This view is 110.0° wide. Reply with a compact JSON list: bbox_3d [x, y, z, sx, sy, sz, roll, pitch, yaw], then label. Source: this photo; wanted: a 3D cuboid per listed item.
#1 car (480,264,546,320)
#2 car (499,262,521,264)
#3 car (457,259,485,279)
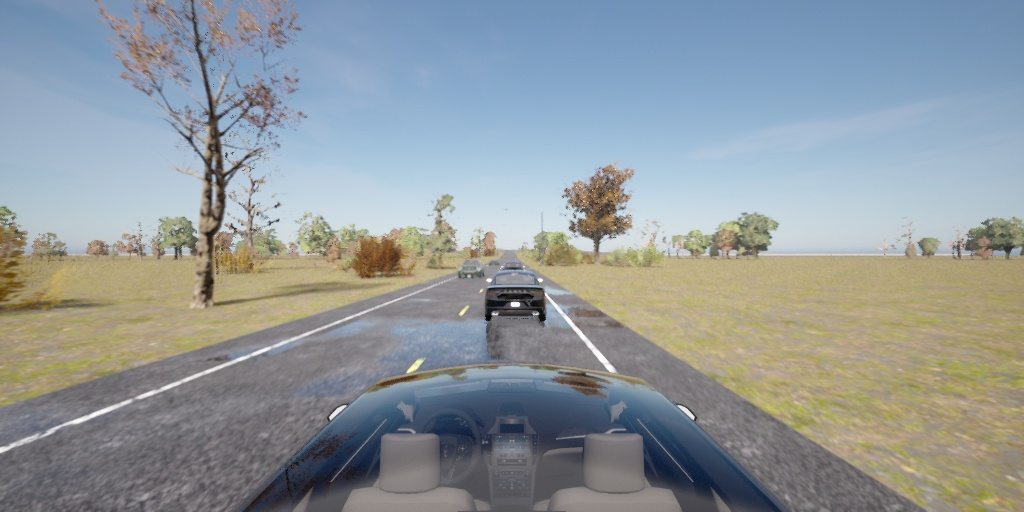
[{"bbox_3d":[0.099,1.227,12.677,1.882,1.535,5.008,0,0,0],"label":"car"},{"bbox_3d":[0.100,1.251,31.103,1.837,1.490,4.892,0,0,0],"label":"car"},{"bbox_3d":[-3.591,1.098,32.217,2.097,1.767,4.553,0,0,0],"label":"car"}]
